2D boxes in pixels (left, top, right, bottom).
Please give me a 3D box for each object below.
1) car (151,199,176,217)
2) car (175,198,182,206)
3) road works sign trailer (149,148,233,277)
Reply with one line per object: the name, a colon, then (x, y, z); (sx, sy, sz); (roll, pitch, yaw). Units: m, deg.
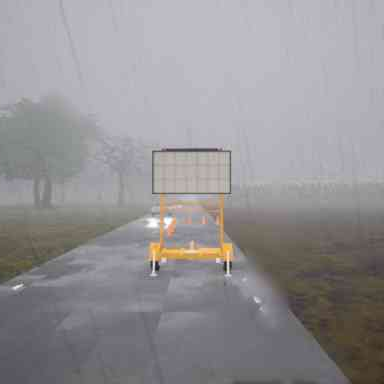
car: (-2.880, 1.678, 32.625); (1.895, 1.301, 4.718); (0, 0, 0)
car: (-2.808, 1.881, 61.209); (1.994, 1.385, 4.181); (0, -1, 0)
road works sign trailer: (-0.004, 0.463, 10.275); (2.380, 3.560, 2.880); (0, 0, 1)
